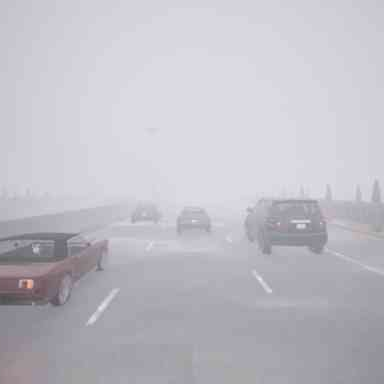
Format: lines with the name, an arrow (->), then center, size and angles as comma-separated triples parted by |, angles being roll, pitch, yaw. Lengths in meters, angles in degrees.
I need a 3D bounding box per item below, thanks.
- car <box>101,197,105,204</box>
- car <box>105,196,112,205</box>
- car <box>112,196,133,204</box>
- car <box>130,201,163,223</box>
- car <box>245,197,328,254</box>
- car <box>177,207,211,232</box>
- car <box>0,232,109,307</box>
car -> -16.614, 1.488, 66.346 | 1.882, 1.535, 5.008 | 0, 0, 2
car -> -13.375, 1.573, 58.599 | 1.994, 1.385, 4.181 | 0, 0, 2
car -> -10.148, 1.514, 50.169 | 1.837, 1.490, 4.892 | 0, 0, 2
car -> -3.392, 1.568, 25.557 | 1.994, 1.385, 4.181 | 0, 0, 0
car -> 3.603, 1.223, 13.681 | 2.150, 2.045, 5.566 | 0, 0, 0
car -> 0.104, 1.567, 20.257 | 1.994, 1.385, 4.181 | 0, 0, 0
car -> -3.398, 1.602, 7.913 | 1.895, 1.301, 4.718 | 0, 0, 0
